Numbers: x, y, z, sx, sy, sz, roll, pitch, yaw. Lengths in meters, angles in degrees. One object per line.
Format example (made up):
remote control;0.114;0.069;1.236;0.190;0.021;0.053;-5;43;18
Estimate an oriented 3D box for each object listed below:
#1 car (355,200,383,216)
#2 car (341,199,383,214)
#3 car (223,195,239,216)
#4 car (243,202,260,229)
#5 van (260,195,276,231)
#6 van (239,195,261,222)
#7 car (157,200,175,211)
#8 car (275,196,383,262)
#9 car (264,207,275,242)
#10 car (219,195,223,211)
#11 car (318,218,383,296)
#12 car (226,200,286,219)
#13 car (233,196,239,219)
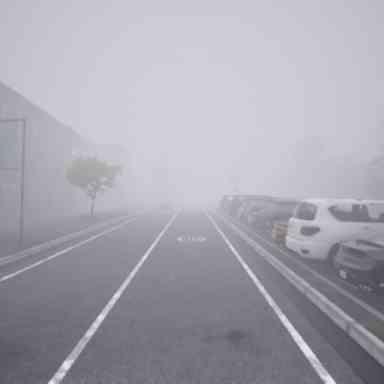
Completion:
car;18.656;1.551;32.288;4.674;1.452;2.002;0;0;0
car;18.659;1.526;35.075;5.008;1.535;2.097;0;0;0
car;5.606;1.248;26.669;5.566;2.045;2.435;0;0;0
car;5.582;1.484;18.260;4.892;1.521;2.231;0;0;0
van;5.709;1.253;15.458;4.442;1.987;1.878;0;0;0
van;5.468;1.262;21.064;4.442;1.987;1.878;0;0;0
car;-3.277;1.706;42.741;1.994;1.385;4.181;0;-1;0
car;5.632;1.219;9.850;5.566;2.045;2.435;0;0;0
car;5.593;1.474;12.654;5.008;1.535;2.097;0;0;0
car;5.602;1.286;35.080;5.566;2.045;2.435;0;0;0
car;5.605;1.467;7.043;4.892;1.521;2.231;0;0;0
car;5.582;1.509;29.474;4.892;1.521;2.231;0;0;0
car;5.549;1.366;23.868;4.553;1.767;2.185;0;0;0
